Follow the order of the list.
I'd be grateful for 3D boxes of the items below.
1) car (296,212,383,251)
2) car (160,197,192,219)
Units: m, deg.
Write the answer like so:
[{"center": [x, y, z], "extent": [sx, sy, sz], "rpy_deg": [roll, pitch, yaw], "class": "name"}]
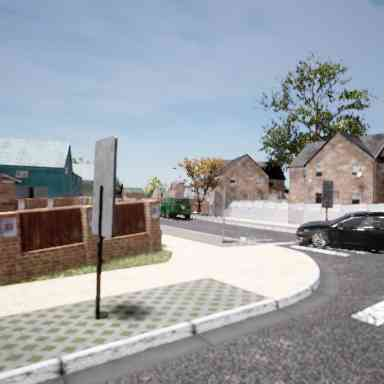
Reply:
[{"center": [6.663, 1.547, 13.067], "extent": [4.892, 1.490, 1.837], "rpy_deg": [1, 4, 25], "class": "car"}, {"center": [-1.856, 1.552, 32.471], "extent": [2.150, 2.045, 5.566], "rpy_deg": [2, -1, -23], "class": "car"}]
